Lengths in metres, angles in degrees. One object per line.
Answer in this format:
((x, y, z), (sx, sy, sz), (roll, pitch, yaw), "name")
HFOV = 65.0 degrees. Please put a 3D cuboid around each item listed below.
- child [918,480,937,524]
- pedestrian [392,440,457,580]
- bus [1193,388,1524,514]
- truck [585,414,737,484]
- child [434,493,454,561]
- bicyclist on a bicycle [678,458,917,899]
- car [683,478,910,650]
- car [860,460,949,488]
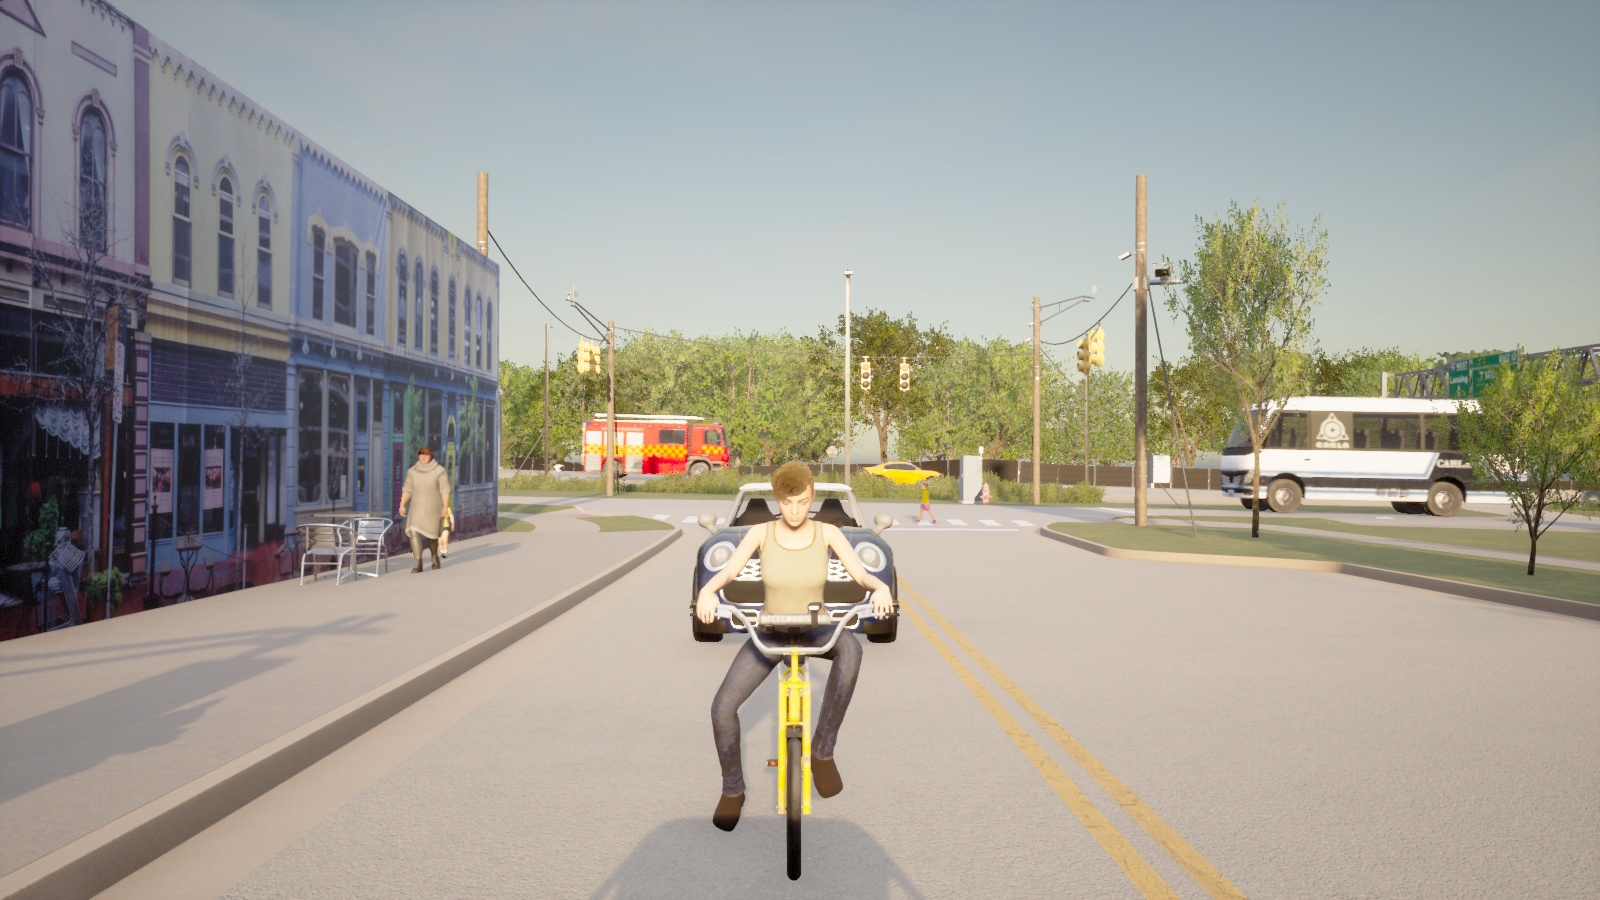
((3.393, 1.382, 33.405), (0.473, 1.160, 0.299), (0, -1, 0), "child")
((-5.376, 0.842, 18.021), (0.659, 1.952, 0.873), (0, -1, 2), "pedestrian")
((20.104, 0.060, 45.807), (10.273, 4.253, 3.944), (1, -1, 1), "bus")
((-8.031, -0.048, 73.373), (8.468, 3.827, 2.891), (1, -1, 0), "truck")
((-5.919, 1.279, 20.886), (0.255, 1.110, 0.394), (0, -1, -4), "child")
((-0.017, 0.853, 5.334), (0.866, 1.612, 1.509), (0, -1, -1), "bicyclist on a bicycle")
((-0.039, 1.031, 12.834), (1.970, 1.475, 3.806), (0, -1, 0), "car")
((6.090, 1.394, 73.413), (5.008, 1.535, 1.882), (1, -1, 0), "car")
